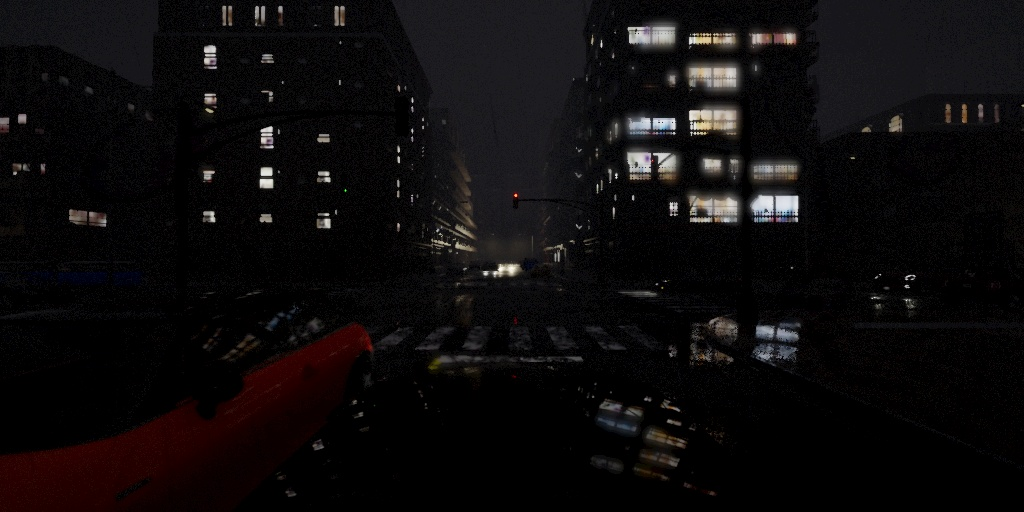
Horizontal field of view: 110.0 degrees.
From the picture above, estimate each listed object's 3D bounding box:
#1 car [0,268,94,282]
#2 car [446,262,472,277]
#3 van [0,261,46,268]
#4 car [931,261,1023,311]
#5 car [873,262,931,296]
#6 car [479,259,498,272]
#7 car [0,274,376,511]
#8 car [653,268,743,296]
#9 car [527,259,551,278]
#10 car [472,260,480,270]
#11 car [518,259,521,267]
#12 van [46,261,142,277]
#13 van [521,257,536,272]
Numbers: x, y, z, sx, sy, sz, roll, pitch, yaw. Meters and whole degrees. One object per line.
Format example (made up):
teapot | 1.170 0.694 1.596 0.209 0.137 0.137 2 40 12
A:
car | -19.364 1.290 13.646 4.403 1.370 2.007 0 0 1
car | -5.522 1.317 36.004 2.007 1.370 4.403 0 0 0
van | -30.447 1.201 21.674 3.998 1.789 1.690 0 0 1
car | 18.663 1.103 13.140 4.097 1.591 1.967 0 0 1
car | 21.621 1.077 18.526 4.553 1.767 2.097 0 -1 1
car | -2.855 1.338 47.866 1.994 1.385 4.181 0 0 0
car | -2.752 1.101 2.596 2.097 1.767 4.553 0 0 0
car | 9.732 1.318 18.959 4.181 1.385 1.994 0 -1 5
car | 2.624 1.290 33.567 1.751 1.417 4.829 0 0 0
car | -5.431 1.367 52.977 1.802 1.307 4.207 0 0 0
car | 2.450 1.100 53.054 2.192 1.841 5.009 0 0 0
van | -24.853 1.190 21.599 3.998 1.789 1.690 0 0 1
van | 2.495 1.119 47.400 1.690 1.789 3.998 0 0 0
